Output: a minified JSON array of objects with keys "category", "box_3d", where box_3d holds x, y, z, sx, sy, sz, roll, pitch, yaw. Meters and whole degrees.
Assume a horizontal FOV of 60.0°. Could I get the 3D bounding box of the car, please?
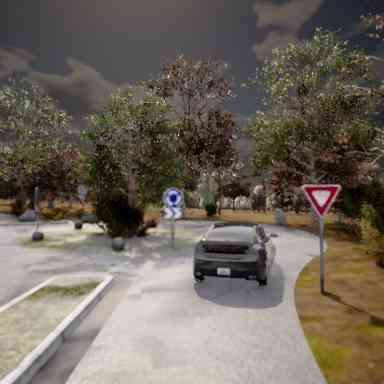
[{"category":"car","box_3d":[1.403,1.634,9.877,1.837,1.490,4.892,0,-2,16]}]
